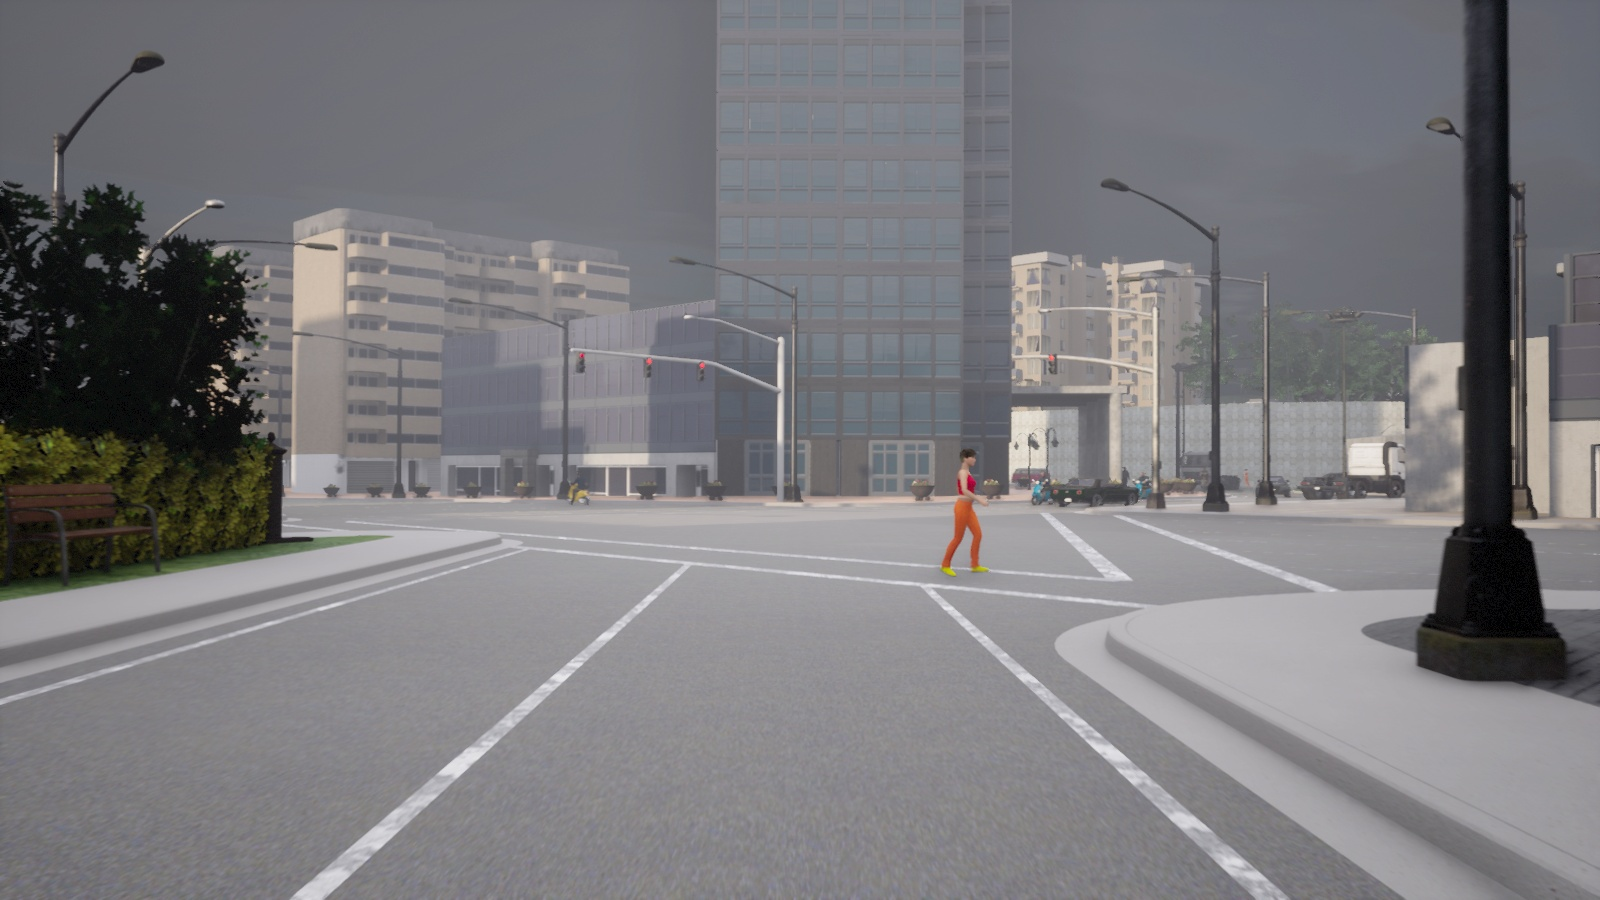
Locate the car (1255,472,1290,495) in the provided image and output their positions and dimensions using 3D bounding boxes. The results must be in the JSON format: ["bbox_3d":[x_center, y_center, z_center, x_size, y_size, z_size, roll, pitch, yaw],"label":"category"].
[{"bbox_3d":[30.002,2.092,79.665,1.994,1.385,4.181,-1,-1,21],"label":"car"}]

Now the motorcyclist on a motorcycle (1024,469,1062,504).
[{"bbox_3d":[11.443,1.713,59.148,1.817,1.590,0.866,1,-1,-45],"label":"motorcyclist on a motorcycle"}]

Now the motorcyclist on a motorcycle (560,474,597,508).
[{"bbox_3d":[-10.825,1.998,61.337,1.817,1.590,0.866,-2,-2,45],"label":"motorcyclist on a motorcycle"}]

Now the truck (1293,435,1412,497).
[{"bbox_3d":[32.733,0.945,74.247,7.936,3.462,2.891,0,-1,-37],"label":"truck"}]

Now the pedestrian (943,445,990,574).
[{"bbox_3d":[2.418,0.857,18.203,0.594,1.836,0.345,-1,-1,24],"label":"pedestrian"}]

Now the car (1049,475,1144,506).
[{"bbox_3d":[13.276,1.801,56.101,4.718,1.301,1.895,1,-1,-44],"label":"car"}]

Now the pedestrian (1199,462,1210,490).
[{"bbox_3d":[27.266,1.772,84.621,0.563,1.883,0.849,0,-1,6],"label":"pedestrian"}]
